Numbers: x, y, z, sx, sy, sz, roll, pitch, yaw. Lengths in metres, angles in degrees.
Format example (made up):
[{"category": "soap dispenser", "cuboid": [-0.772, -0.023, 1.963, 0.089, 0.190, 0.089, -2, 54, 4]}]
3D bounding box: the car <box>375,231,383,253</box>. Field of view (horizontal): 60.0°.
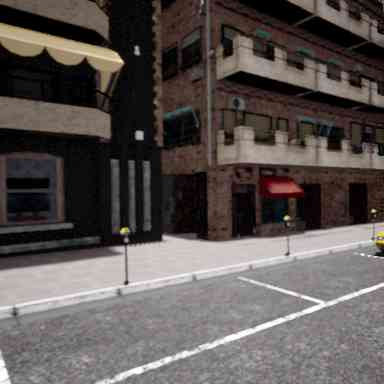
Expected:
[{"category": "car", "cuboid": [8.509, 1.440, 12.209, 4.829, 1.417, 1.752, 0, 0, -36]}]
